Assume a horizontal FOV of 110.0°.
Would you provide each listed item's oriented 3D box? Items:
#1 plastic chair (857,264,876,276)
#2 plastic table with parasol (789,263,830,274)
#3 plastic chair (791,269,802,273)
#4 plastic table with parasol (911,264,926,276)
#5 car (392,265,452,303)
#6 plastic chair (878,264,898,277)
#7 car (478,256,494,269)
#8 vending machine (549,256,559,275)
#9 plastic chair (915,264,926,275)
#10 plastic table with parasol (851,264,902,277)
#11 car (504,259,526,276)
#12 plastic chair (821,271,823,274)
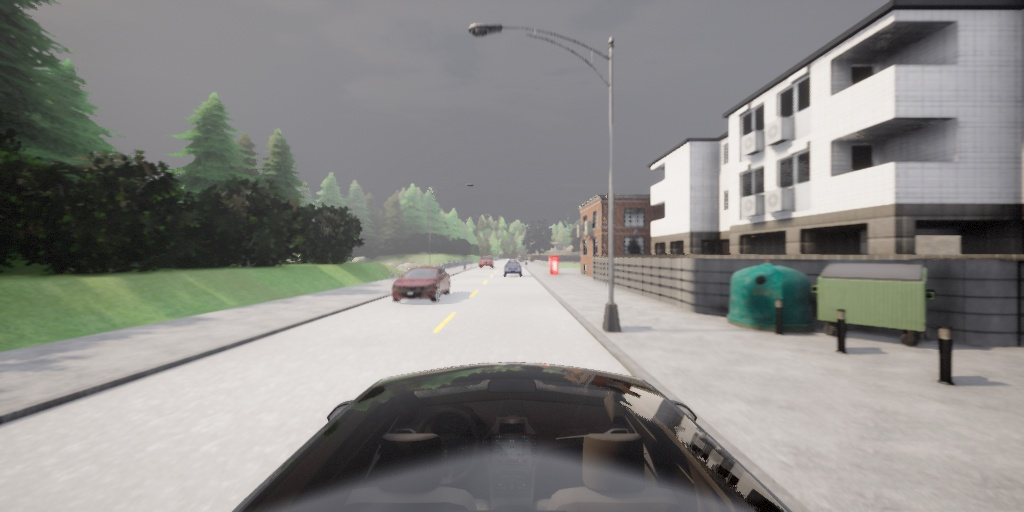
[{"bbox_3d":[38.495,1.275,38.953,0.730,1.272,0.750,0,0,0],"label":"plastic chair"},{"bbox_3d":[38.397,0.670,46.353,2.482,2.480,2.482,0,0,0],"label":"plastic table with parasol"},{"bbox_3d":[37.198,1.274,46.453,0.730,1.272,0.750,0,0,0],"label":"plastic chair"},{"bbox_3d":[48.966,0.670,41.389,2.482,2.480,2.482,0,0,0],"label":"plastic table with parasol"},{"bbox_3d":[-4.102,1.226,16.936,1.882,1.535,5.008,0,0,0],"label":"car"},{"bbox_3d":[39.594,1.275,37.752,0.750,1.272,0.730,0,0,0],"label":"plastic chair"},{"bbox_3d":[-4.045,0.967,57.087,2.150,2.045,5.566,0,0,1],"label":"car"},{"bbox_3d":[4.295,0.942,36.568,1.100,2.100,0.880,0,0,0],"label":"vending machine"},{"bbox_3d":[47.696,1.274,41.449,0.730,1.272,0.750,0,0,0],"label":"plastic chair"},{"bbox_3d":[39.695,0.670,39.072,2.482,2.480,2.482,0,0,0],"label":"plastic table with parasol"},{"bbox_3d":[0.096,1.294,37.240,2.033,1.411,5.357,0,0,0],"label":"car"},{"bbox_3d":[38.297,1.274,45.247,0.750,1.272,0.730,0,0,0],"label":"plastic chair"}]
